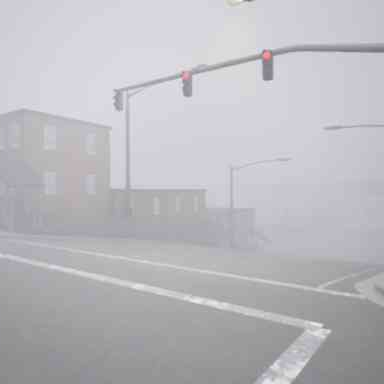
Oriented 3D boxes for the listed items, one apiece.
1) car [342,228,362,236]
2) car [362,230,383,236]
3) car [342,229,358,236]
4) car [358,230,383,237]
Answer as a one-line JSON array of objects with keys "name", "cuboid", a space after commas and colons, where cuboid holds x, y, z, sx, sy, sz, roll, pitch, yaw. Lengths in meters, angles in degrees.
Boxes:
[{"name": "car", "cuboid": [37.325, 9.265, 77.852, 1.853, 1.218, 4.536, 0, 0, -11]}, {"name": "car", "cuboid": [41.135, 9.231, 75.121, 4.536, 1.218, 1.853, 0, 0, -1]}, {"name": "car", "cuboid": [37.336, 9.422, 77.801, 2.038, 1.542, 4.974, 0, 0, -11]}, {"name": "car", "cuboid": [41.084, 9.389, 75.120, 4.974, 1.542, 2.038, 0, 0, -1]}]
